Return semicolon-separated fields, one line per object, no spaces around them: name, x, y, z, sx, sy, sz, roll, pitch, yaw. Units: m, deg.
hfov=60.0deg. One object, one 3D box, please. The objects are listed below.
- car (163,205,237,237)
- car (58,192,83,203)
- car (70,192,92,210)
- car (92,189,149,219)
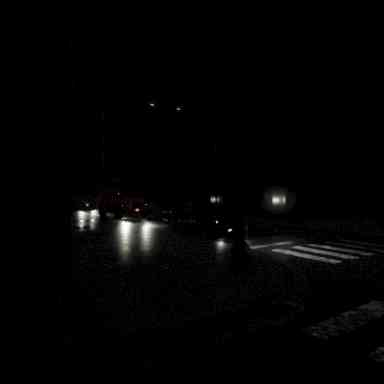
car;0.458;1.376;16.842;1.895;1.301;4.718;0;1;-35
car;-17.268;0.712;47.082;2.033;1.411;5.357;0;1;-35
car;-11.355;0.930;33.602;2.128;1.511;4.902;0;1;-35
car;-5.344;0.835;25.074;2.150;2.045;5.566;0;1;-35
